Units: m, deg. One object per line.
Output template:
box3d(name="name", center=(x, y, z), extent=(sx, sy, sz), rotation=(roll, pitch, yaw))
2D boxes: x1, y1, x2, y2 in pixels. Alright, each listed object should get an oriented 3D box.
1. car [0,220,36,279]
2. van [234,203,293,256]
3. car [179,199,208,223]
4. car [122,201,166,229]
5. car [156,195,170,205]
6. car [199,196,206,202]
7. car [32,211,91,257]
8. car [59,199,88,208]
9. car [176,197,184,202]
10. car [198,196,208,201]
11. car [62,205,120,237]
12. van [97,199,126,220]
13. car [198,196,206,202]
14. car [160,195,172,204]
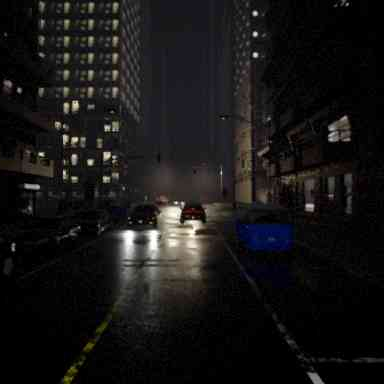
box3d(name="car", center=(-5.649, 1.575, 7.528), extent=(2.008, 1.369, 4.403), rotation=(1, 0, 0))
box3d(name="van", center=(2.697, 1.383, 13.130), extent=(1.690, 1.788, 3.998), rotation=(1, 0, 0))
box3d(name="car", center=(0.077, 1.586, 26.071), extent=(1.837, 1.490, 4.892), rotation=(0, 0, 0))
box3d(name="car", center=(-3.087, 1.576, 22.373), extent=(1.837, 1.490, 4.892), rotation=(0, -1, 0))
box3d(name="car", center=(-5.730, 1.632, 62.216), extent=(1.967, 1.590, 4.097), rotation=(1, 0, 0))
box3d(name="car", center=(2.627, 1.787, 84.761), extent=(1.752, 1.417, 4.829), rotation=(1, 0, 0))
box3d(name="car", center=(-5.654, 1.623, 13.069), extent=(1.802, 1.307, 4.206), rotation=(1, 0, 0))
box3d(name="car", center=(-16.533, 1.642, 46.786), extent=(4.097, 1.590, 1.967), rotation=(0, -1, 0))
box3d(name="car", center=(-3.076, 1.852, 83.067), extent=(1.895, 1.301, 4.718), rotation=(0, 0, 0))
box3d(name="car", center=(2.636, 1.809, 73.435), extent=(1.802, 1.307, 4.206), rotation=(1, 0, 0))
box3d(name="car", center=(-5.659, 1.624, 18.608), extent=(1.947, 1.339, 4.313), rotation=(1, 0, 0))
box3d(name="van", center=(-5.830, 1.416, 24.150), extent=(1.690, 1.788, 3.998), rotation=(1, 0, 0))
box3d(name="car", center=(2.621, 1.845, 90.168), extent=(1.947, 1.339, 4.313), rotation=(1, 0, 0))
box3d(name="car", center=(-5.738, 1.542, 73.367), extent=(2.192, 1.841, 5.009), rotation=(1, 0, 0))
